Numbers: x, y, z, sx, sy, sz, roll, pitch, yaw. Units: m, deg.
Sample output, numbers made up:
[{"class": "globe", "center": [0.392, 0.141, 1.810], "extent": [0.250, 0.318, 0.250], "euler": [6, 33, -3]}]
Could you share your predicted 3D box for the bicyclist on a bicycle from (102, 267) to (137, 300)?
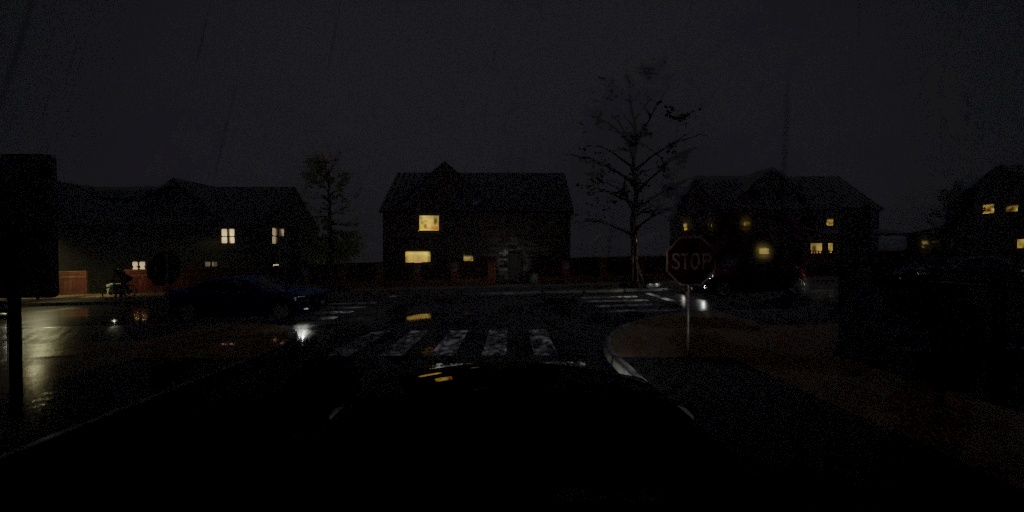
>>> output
[{"class": "bicyclist on a bicycle", "center": [-20.237, 1.409, 18.502], "extent": [0.582, 1.620, 1.656], "euler": [-1, 1, 0]}]

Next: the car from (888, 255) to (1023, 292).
[{"class": "car", "center": [19.541, 0.706, 15.830], "extent": [4.902, 1.511, 2.128], "euler": [-1, 1, 0]}]

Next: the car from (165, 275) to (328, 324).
[{"class": "car", "center": [-9.233, 1.415, 12.717], "extent": [5.008, 1.535, 1.882], "euler": [-1, 1, 0]}]

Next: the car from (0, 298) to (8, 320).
[{"class": "car", "center": [-20.697, 1.735, 12.652], "extent": [4.674, 1.442, 1.812], "euler": [-1, 1, 0]}]

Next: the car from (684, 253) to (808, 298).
[{"class": "car", "center": [10.108, 0.789, 15.777], "extent": [4.553, 1.767, 2.097], "euler": [-1, 1, 0]}]
